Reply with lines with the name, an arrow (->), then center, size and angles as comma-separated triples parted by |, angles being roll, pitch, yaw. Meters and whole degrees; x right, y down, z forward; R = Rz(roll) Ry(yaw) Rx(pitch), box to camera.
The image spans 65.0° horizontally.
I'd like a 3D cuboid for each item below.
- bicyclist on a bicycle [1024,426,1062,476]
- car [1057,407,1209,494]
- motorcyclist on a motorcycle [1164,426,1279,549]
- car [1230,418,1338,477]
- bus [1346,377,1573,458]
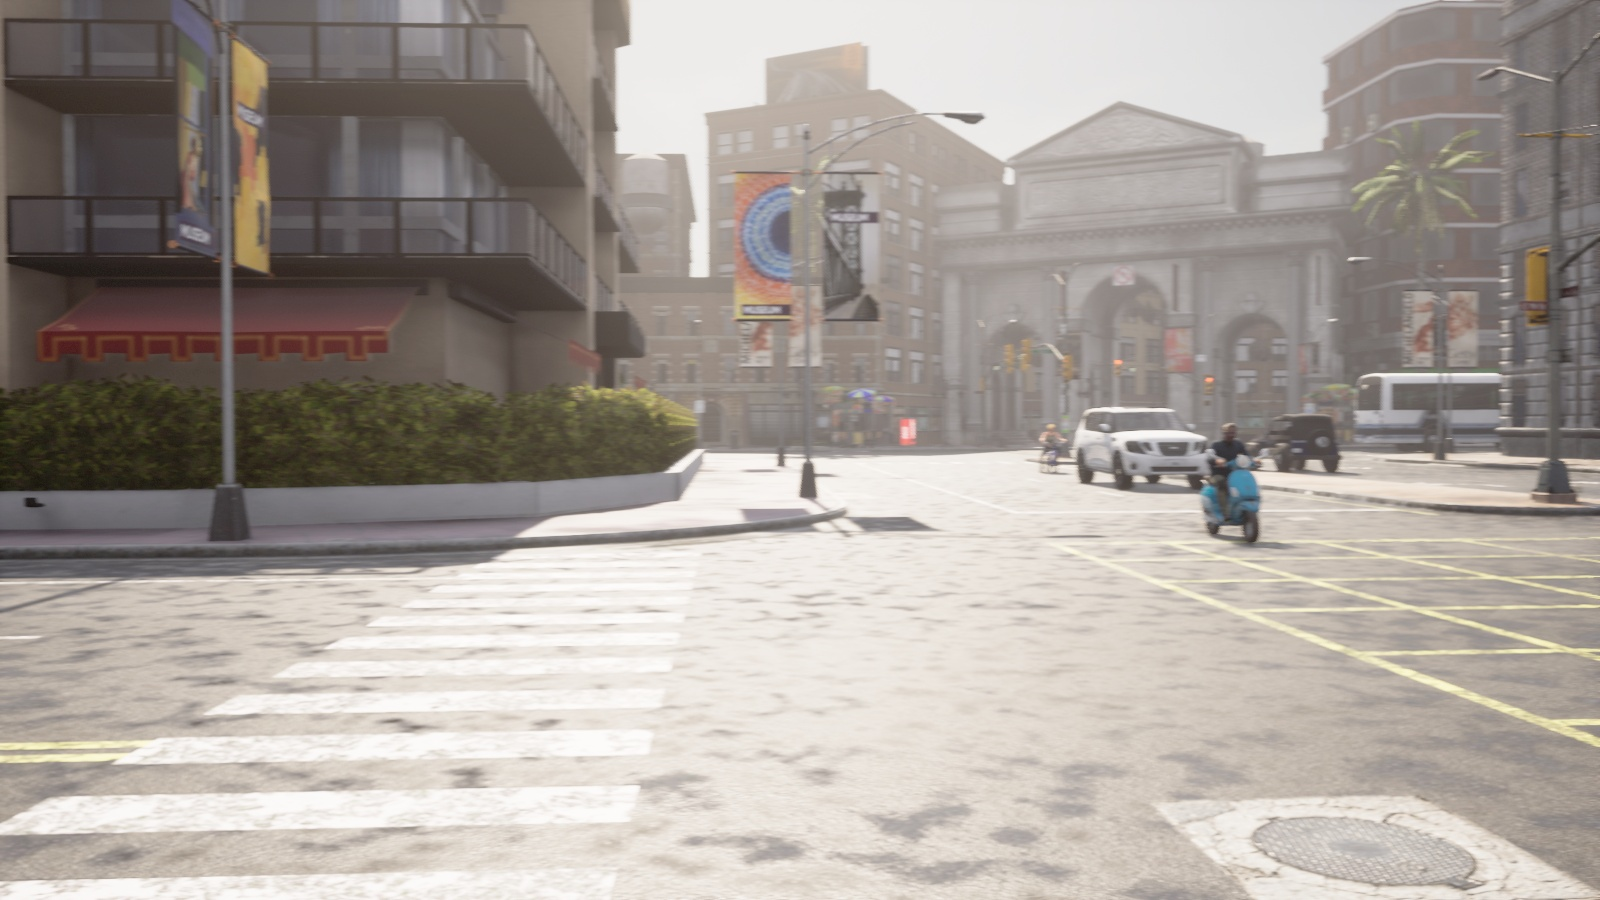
bicyclist on a bicycle -> 7.918, 0.011, 41.004 | 0.866, 1.612, 1.509 | 0, 1, -4
car -> 8.408, -0.042, 32.318 | 2.150, 2.045, 5.566 | 0, 1, -3
motorcyclist on a motorcycle -> 5.746, 0.469, 17.234 | 0.866, 1.590, 1.817 | 0, 1, -3
car -> 15.908, -0.118, 41.500 | 1.905, 1.878, 3.866 | 0, 1, -3
bus -> 35.685, -1.740, 68.242 | 10.273, 4.253, 3.944 | 0, 1, -3
